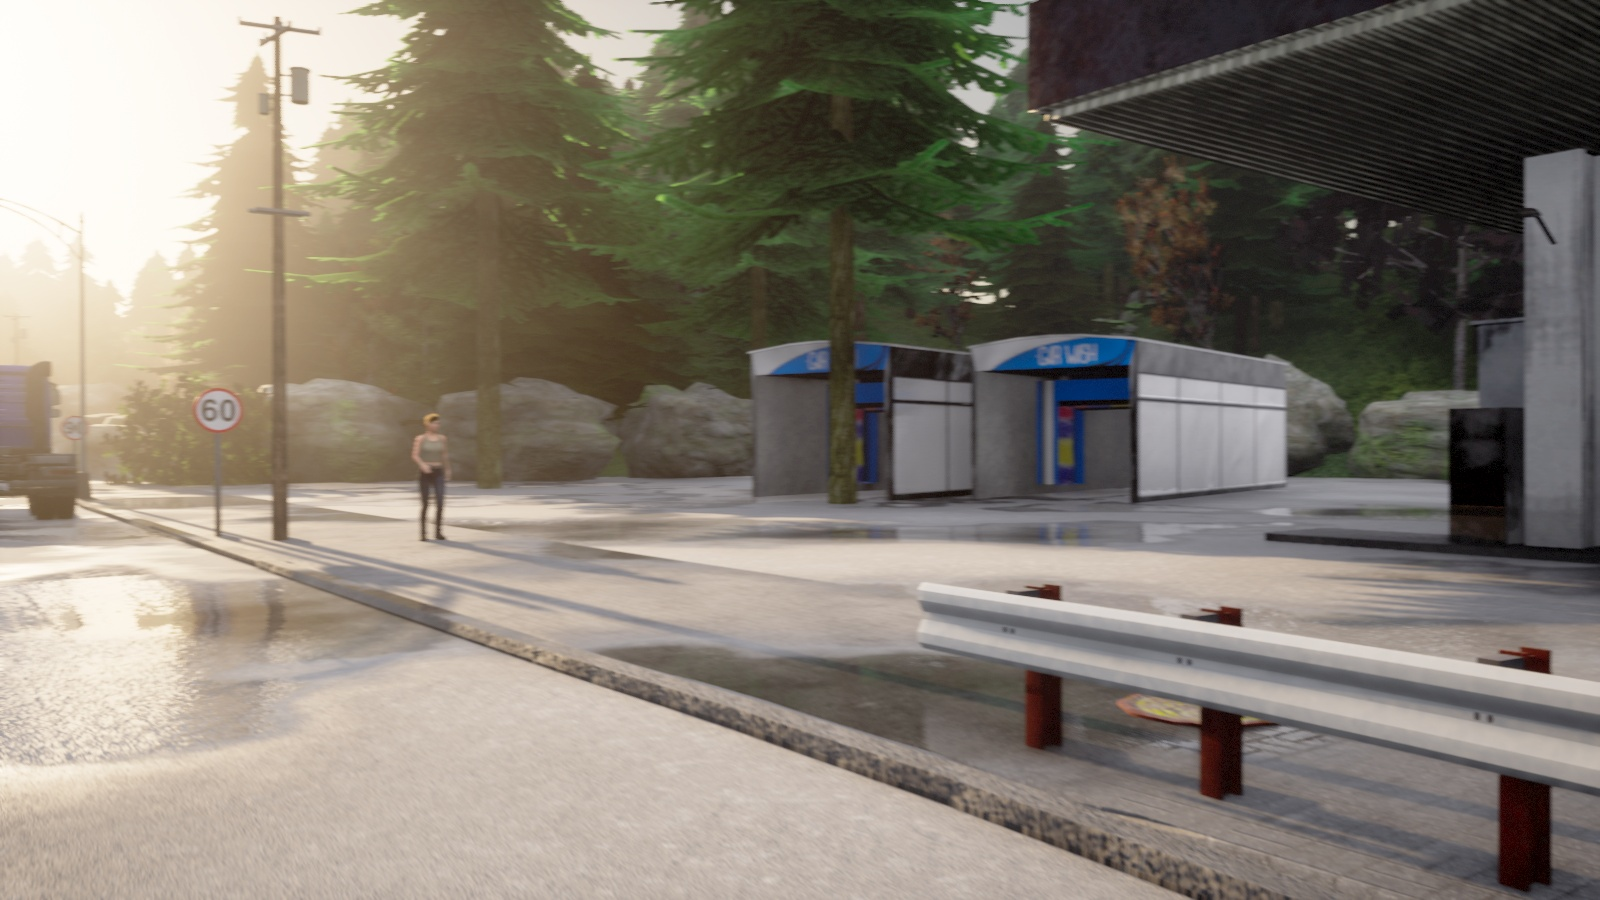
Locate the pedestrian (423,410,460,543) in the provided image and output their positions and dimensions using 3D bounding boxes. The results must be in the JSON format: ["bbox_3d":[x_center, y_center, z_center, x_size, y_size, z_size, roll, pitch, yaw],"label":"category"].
[{"bbox_3d":[-5.061,0.364,17.706,0.345,1.836,0.594,0,0,-31],"label":"pedestrian"}]

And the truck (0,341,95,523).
[{"bbox_3d":[-17.430,-0.358,27.242,2.891,3.462,7.936,0,0,-35],"label":"truck"}]
